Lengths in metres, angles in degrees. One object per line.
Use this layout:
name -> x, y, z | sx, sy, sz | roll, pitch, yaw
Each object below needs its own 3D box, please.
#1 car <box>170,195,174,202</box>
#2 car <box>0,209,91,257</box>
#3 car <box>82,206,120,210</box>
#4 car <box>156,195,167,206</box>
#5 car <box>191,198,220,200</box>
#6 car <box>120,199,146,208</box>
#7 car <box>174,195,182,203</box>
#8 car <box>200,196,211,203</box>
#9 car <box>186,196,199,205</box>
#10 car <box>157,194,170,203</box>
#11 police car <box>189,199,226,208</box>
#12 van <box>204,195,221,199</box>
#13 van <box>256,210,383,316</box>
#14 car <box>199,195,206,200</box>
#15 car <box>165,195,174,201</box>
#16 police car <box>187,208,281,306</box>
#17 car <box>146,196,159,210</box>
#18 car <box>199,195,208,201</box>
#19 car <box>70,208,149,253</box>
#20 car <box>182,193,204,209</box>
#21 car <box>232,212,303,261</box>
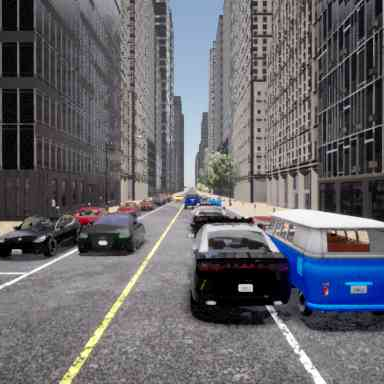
car -> -5.556, 1.274, 69.918 | 2.192, 1.841, 5.009 | 0, 0, 0
car -> -5.668, 1.564, 12.948 | 1.947, 1.339, 4.313 | 0, 0, 0
car -> -5.656, 1.542, 18.645 | 1.887, 1.381, 4.507 | 0, 0, 0
car -> -5.589, 1.544, 52.827 | 1.947, 1.339, 4.313 | 0, 0, 0
car -> 0.948, 1.452, 24.313 | 1.801, 1.575, 5.366 | 0, 0, 0
car -> -5.634, 1.576, 30.040 | 1.802, 1.307, 4.206 | 0, 0, 0
car -> -2.862, 1.436, 70.496 | 1.882, 1.535, 5.008 | 0, 0, 0
car -> 2.825, 1.510, 69.901 | 2.008, 1.369, 4.403 | 0, 0, 0
car -> 0.117, 1.463, 59.168 | 2.128, 1.511, 4.902 | 0, 0, 0
car -> -5.578, 1.287, 58.524 | 2.192, 1.841, 5.009 | 0, 0, 0
police car -> 0.936, 1.423, 18.233 | 1.930, 1.638, 5.238 | 0, 0, 0
van -> 2.768, 1.329, 41.416 | 1.690, 1.788, 3.998 | 0, 0, 0
van -> 2.701, 1.340, 7.235 | 1.690, 1.788, 3.998 | 0, 0, 0
car -> 2.870, 1.476, 92.690 | 2.008, 1.369, 4.403 | 0, 0, 0
car -> -5.533, 1.526, 81.313 | 1.802, 1.307, 4.206 | 0, 0, 0
police car -> 0.917, 1.424, 8.233 | 1.930, 1.638, 5.238 | 0, 0, 0
car -> -5.612, 1.569, 41.434 | 1.802, 1.307, 4.206 | 0, 0, 0
car -> 2.847, 1.495, 81.296 | 2.008, 1.369, 4.403 | 0, 0, 0
car -> -3.075, 1.562, 13.442 | 1.994, 1.385, 4.181 | 0, 0, 0
car -> 0.093, 1.206, 44.894 | 2.150, 2.045, 5.566 | 0, 0, 0
car -> 2.713, 1.580, 12.931 | 1.802, 1.307, 4.206 | 0, 0, 0
